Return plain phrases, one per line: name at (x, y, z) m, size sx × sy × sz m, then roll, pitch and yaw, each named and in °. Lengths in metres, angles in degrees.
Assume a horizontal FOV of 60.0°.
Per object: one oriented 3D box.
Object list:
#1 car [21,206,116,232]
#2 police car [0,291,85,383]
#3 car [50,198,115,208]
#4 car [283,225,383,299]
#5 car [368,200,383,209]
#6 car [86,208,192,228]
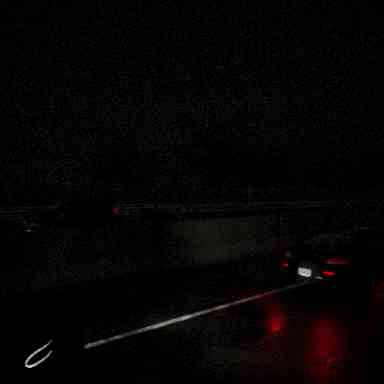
car at (-5.899, 1.689, 17.238) m, size 5.357 × 1.411 × 2.033 m, roll 0°, pitch -1°, yaw -38°
police car at (-3.530, 1.459, 2.486) m, size 5.238 × 1.638 × 1.930 m, roll 0°, pitch 0°, yaw -38°
car at (-7.337, 1.393, 20.564) m, size 5.566 × 2.045 × 2.150 m, roll 0°, pitch -1°, yaw -38°
car at (4.242, 1.576, 8.616) m, size 4.674 × 1.442 × 1.812 m, roll 0°, pitch -1°, yaw -38°
car at (27.107, 1.927, 47.695) m, size 4.892 × 1.490 × 1.837 m, roll 1°, pitch -1°, yaw -38°
car at (-2.146, 1.626, 15.741) m, size 4.892 × 1.490 × 1.837 m, roll 0°, pitch -1°, yaw -38°
